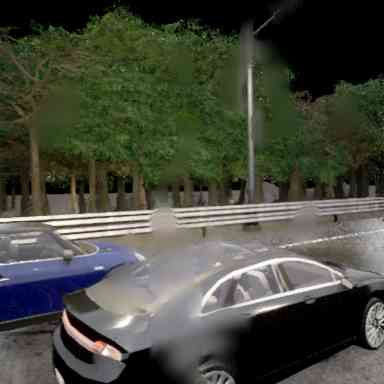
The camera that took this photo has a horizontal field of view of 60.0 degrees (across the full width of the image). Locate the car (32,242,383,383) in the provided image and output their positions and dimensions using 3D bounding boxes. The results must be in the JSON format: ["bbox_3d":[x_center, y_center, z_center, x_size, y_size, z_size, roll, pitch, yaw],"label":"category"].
[{"bbox_3d":[0.792,1.436,4.413,4.902,1.511,2.128,-1,1,-35],"label":"car"}]

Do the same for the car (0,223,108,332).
[{"bbox_3d":[-2.919,1.331,5.910,4.553,1.767,2.097,-1,1,-35],"label":"car"}]
